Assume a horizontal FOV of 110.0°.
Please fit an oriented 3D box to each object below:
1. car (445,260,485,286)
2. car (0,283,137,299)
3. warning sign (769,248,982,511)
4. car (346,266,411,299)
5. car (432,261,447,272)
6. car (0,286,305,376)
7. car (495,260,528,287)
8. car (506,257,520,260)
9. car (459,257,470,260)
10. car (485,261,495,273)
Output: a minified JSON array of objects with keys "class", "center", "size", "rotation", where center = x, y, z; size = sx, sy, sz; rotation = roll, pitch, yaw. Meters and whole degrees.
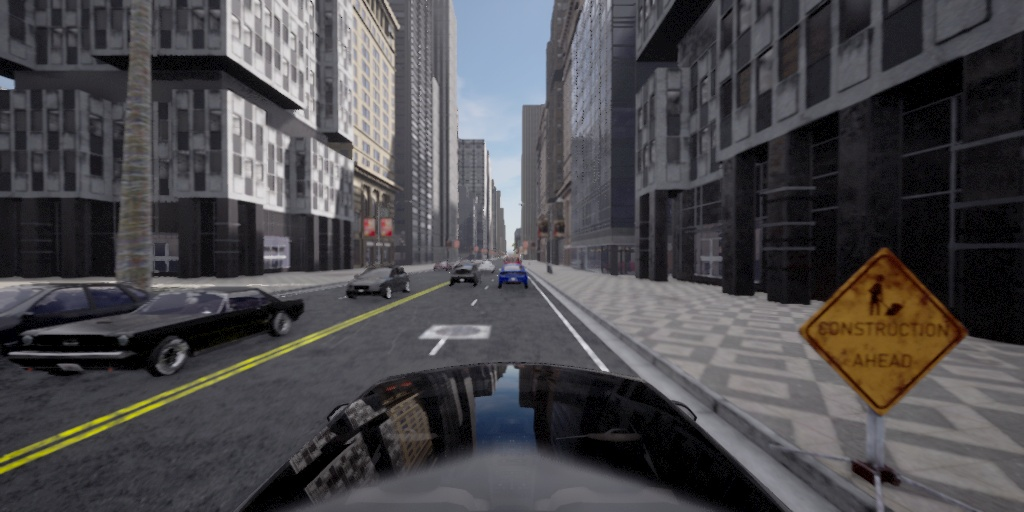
[{"class":"car","center":[-3.188,1.291,25.382],"size":[1.837,1.490,4.892],"rotation":[0,0,0]},{"class":"car","center":[-9.848,1.298,7.632],"size":[2.033,1.411,5.357],"rotation":[0,0,0]},{"class":"warning sign","center":[2.849,0.864,2.821],"size":[1.300,1.860,1.060],"rotation":[0,0,0]},{"class":"car","center":[-6.548,1.269,18.084],"size":[1.837,1.490,4.892],"rotation":[0,0,1]},{"class":"car","center":[-9.817,1.421,50.778],"size":[1.812,1.442,4.674],"rotation":[0,0,0]},{"class":"car","center":[-6.592,1.351,7.556],"size":[1.895,1.301,4.718],"rotation":[0,0,0]},{"class":"car","center":[0.082,1.259,24.492],"size":[1.882,1.535,5.008],"rotation":[0,0,0]},{"class":"car","center":[0.093,1.086,44.661],"size":[2.150,2.045,5.566],"rotation":[0,0,0]},{"class":"car","center":[-6.568,1.247,50.657],"size":[2.097,1.767,4.553],"rotation":[0,0,0]},{"class":"car","center":[-3.157,1.394,45.823],"size":[1.812,1.442,4.674],"rotation":[0,0,0]}]
